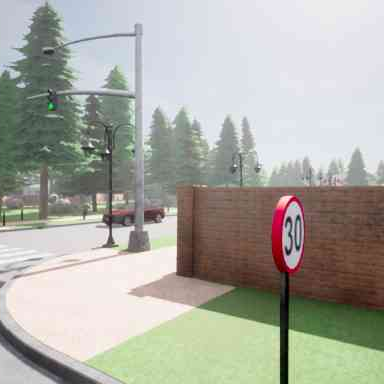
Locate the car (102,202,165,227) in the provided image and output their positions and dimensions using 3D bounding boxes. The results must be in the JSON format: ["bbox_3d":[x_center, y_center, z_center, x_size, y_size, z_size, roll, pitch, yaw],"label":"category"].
[{"bbox_3d":[-3.957,1.463,23.114,1.882,1.535,5.008,0,0,35],"label":"car"}]
